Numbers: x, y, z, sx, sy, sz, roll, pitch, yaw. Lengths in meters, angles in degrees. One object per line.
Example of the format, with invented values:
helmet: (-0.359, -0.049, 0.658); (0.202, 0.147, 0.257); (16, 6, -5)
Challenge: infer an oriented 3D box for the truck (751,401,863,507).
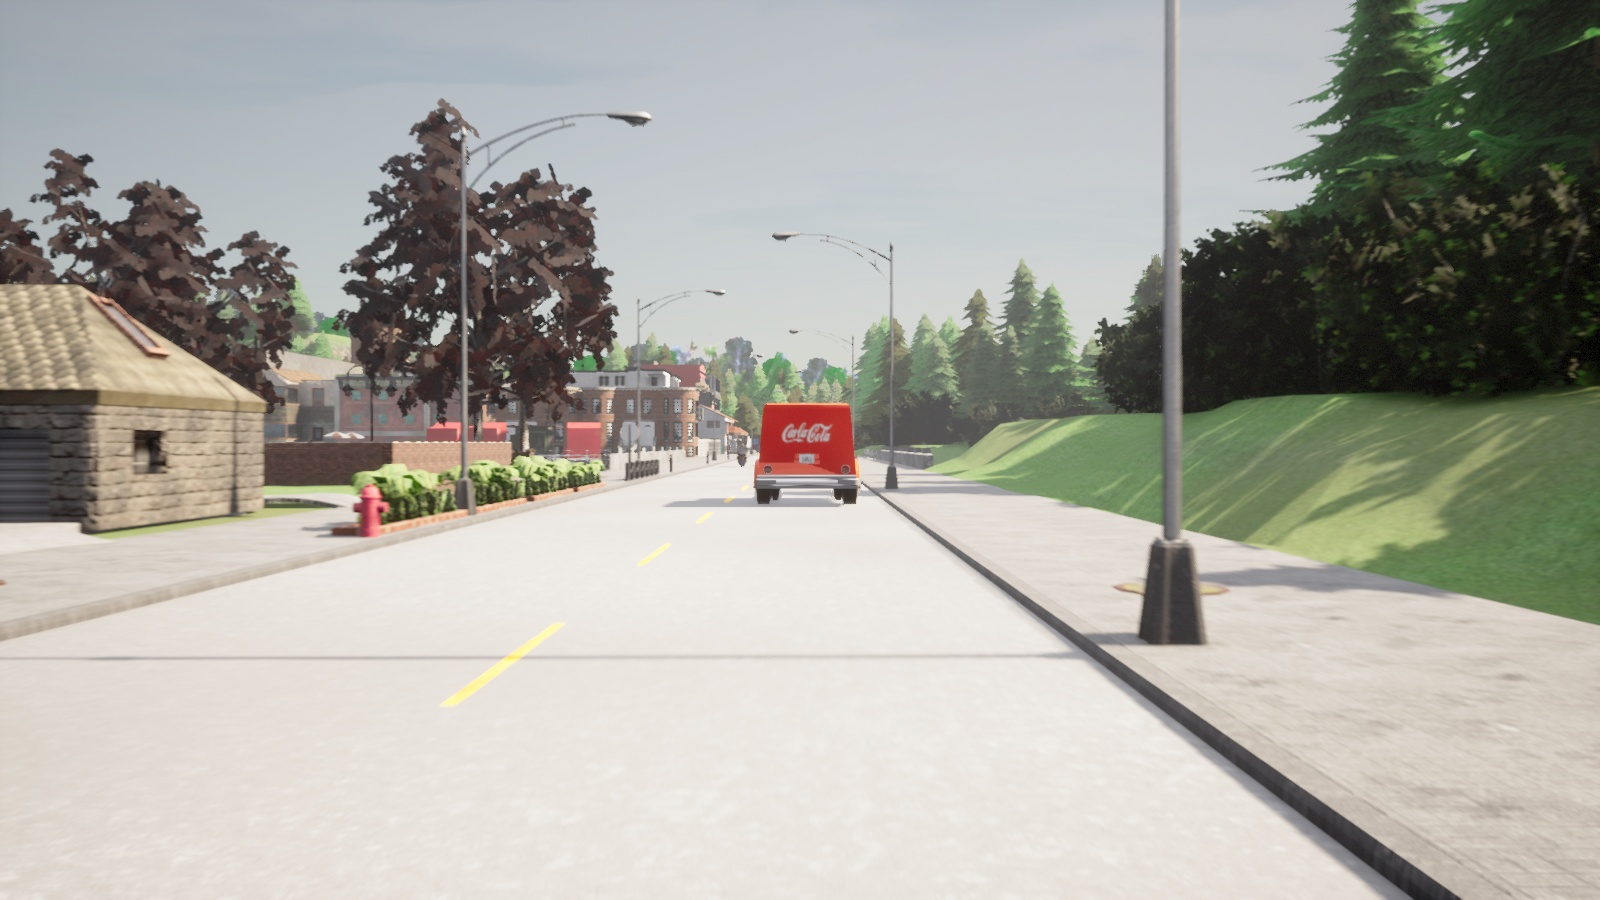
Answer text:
truck: (0.174, 0.081, 32.076); (2.627, 2.467, 5.204); (0, 0, 0)
